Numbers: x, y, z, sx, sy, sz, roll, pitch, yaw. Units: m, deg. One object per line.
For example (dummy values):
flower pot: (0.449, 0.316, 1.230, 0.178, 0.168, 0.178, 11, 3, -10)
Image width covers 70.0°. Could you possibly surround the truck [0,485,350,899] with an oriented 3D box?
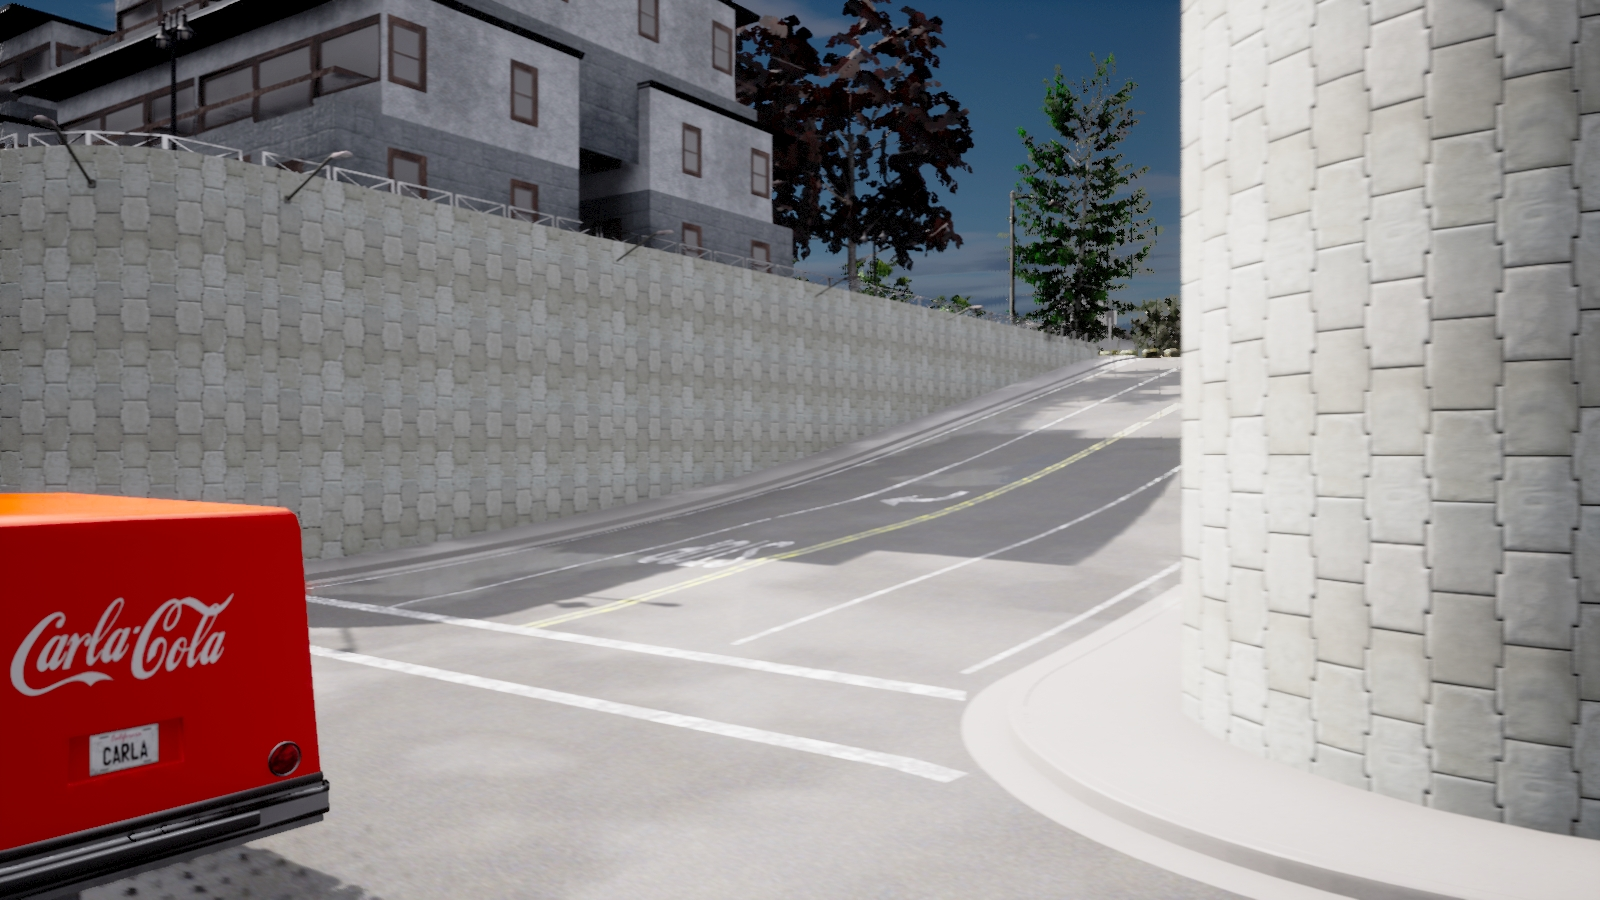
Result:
truck: (-5.774, 1.553, 7.803, 5.204, 2.467, 2.627, 0, 0, 36)
